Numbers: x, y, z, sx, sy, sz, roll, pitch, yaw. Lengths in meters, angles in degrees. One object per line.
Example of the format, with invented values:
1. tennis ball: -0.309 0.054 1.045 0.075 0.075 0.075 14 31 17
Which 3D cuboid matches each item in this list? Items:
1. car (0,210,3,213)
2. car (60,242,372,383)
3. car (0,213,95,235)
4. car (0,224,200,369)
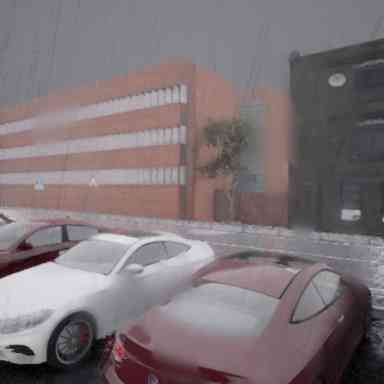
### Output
1. car: -5.894 1.187 9.161 2.185 1.767 4.553 1 1 36
2. car: 1.027 1.503 4.258 2.002 1.452 4.674 1 1 36
3. car: -3.574 1.364 7.551 2.097 1.535 5.008 1 1 36
4. car: -1.277 1.456 5.908 2.002 1.452 4.674 1 1 36
